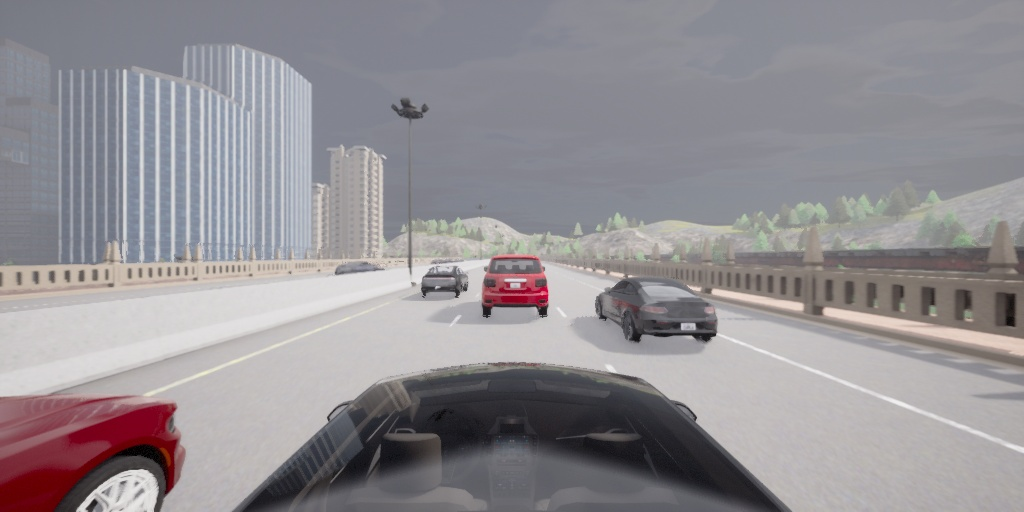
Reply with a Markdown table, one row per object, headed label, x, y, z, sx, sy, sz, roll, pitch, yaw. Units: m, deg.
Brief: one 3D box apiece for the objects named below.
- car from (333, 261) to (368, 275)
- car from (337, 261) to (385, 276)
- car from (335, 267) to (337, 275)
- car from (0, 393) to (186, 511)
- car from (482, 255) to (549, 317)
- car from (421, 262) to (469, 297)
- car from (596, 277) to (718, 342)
| label | x | y | z | sx | sy | sz | roll | pitch | yaw |
| --- | --- | --- | --- | --- | --- | --- | --- | --- | --- |
| car | -17.578 | 1.324 | 39.242 | 1.994 | 1.385 | 4.181 | 0 | 0 | 0 |
| car | -10.592 | 1.321 | 26.245 | 1.994 | 1.385 | 4.181 | 0 | 0 | 0 |
| car | -14.087 | 1.263 | 32.755 | 1.837 | 1.490 | 4.892 | 0 | 0 | 0 |
| car | -3.400 | 1.228 | 0.622 | 1.882 | 1.535 | 5.008 | 0 | 0 | 0 |
| car | 0.102 | 0.974 | 13.397 | 2.150 | 2.045 | 5.566 | 0 | 0 | 0 |
| car | -3.398 | 1.246 | 18.808 | 2.128 | 1.511 | 4.902 | 0 | 0 | 0 |
| car | 3.601 | 1.277 | 9.620 | 1.812 | 1.442 | 4.674 | 0 | 0 | 0 |
